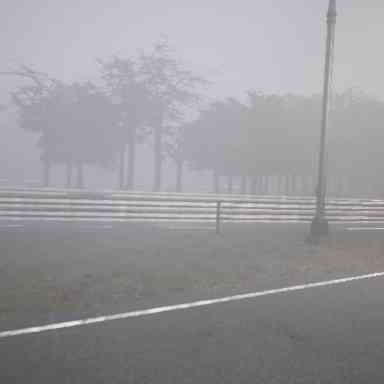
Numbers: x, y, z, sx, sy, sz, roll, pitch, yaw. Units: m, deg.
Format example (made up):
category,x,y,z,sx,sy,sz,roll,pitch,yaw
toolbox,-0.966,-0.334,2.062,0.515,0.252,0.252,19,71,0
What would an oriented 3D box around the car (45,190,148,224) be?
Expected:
category,x,y,z,sx,sy,sz,roll,pitch,yaw
car,-4.637,0.718,16.580,4.892,1.490,1.837,2,3,-11
